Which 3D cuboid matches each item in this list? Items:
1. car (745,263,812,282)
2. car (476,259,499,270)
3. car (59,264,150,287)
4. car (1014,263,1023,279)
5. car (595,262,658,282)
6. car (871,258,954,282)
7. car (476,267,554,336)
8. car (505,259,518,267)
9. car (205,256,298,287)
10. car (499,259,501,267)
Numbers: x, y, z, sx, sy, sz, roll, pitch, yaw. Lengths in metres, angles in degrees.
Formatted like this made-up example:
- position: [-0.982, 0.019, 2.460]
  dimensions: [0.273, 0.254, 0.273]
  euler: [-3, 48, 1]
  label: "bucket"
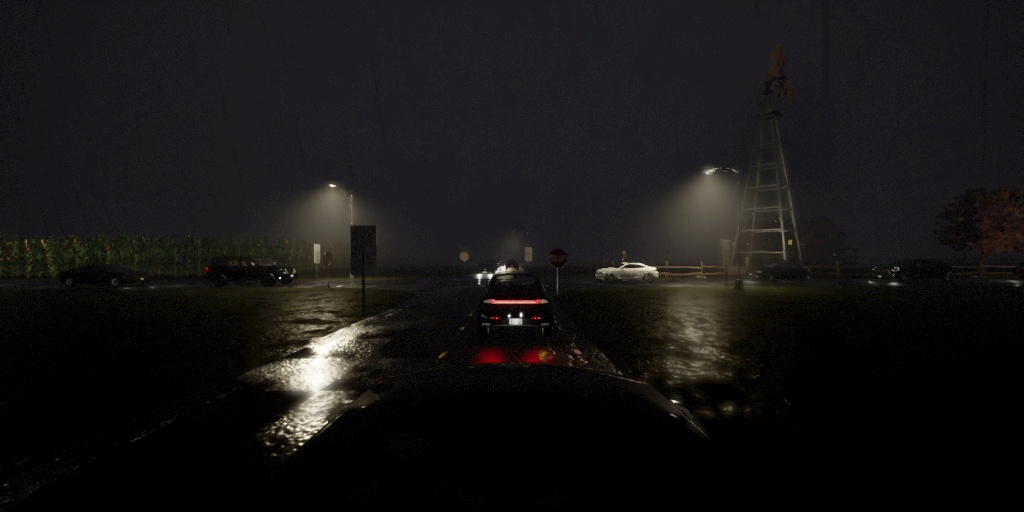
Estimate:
- position: [20.277, 1.208, 27.394]
  dimensions: [4.181, 1.385, 1.994]
  euler: [0, 1, 2]
  label: "car"
- position: [-2.927, 1.287, 41.529]
  dimensions: [1.994, 1.385, 4.181]
  euler: [0, 0, 1]
  label: "car"
- position: [-28.406, 1.333, 25.091]
  dimensions: [5.008, 1.535, 1.882]
  euler: [0, 1, 0]
  label: "car"
- position: [41.311, 0.790, 26.604]
  dimensions: [5.566, 2.045, 2.150]
  euler: [0, 1, 3]
  label: "car"
- position: [8.747, 1.212, 27.409]
  dimensions: [4.674, 1.442, 1.812]
  euler: [0, 1, -3]
  label: "car"
- position: [30.102, 0.961, 27.078]
  dimensions: [4.553, 1.767, 2.097]
  euler: [0, 1, 2]
  label: "car"
- position: [0.094, 1.239, 10.367]
  dimensions: [2.128, 1.511, 4.902]
  euler: [0, 0, 0]
  label: "car"
- position: [0.007, 1.233, 53.773]
  dimensions: [1.812, 1.442, 4.674]
  euler: [0, 0, 0]
  label: "car"
- position: [-18.155, 1.039, 25.087]
  dimensions: [5.566, 2.045, 2.150]
  euler: [0, 1, 0]
  label: "car"
- position: [-2.934, 1.217, 50.429]
  dimensions: [1.837, 1.490, 4.892]
  euler: [0, 0, 0]
  label: "car"
